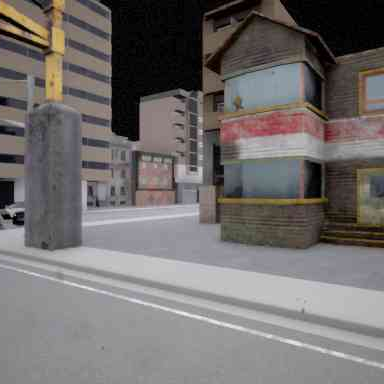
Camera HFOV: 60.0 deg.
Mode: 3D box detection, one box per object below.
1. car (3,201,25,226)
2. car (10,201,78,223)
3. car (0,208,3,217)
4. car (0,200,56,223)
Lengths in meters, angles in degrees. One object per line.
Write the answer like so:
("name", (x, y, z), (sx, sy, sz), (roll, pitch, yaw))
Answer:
("car", (-10.085, 1.452, 22.997), (2.038, 1.542, 4.974), (0, 0, 15))
("car", (-10.071, 1.295, 23.047), (1.853, 1.218, 4.536), (0, 0, 15))
("car", (-13.242, 1.295, 25.697), (4.536, 1.218, 1.853), (0, 0, -30))
("car", (-13.287, 1.452, 25.671), (4.974, 1.542, 2.038), (0, 0, -30))
